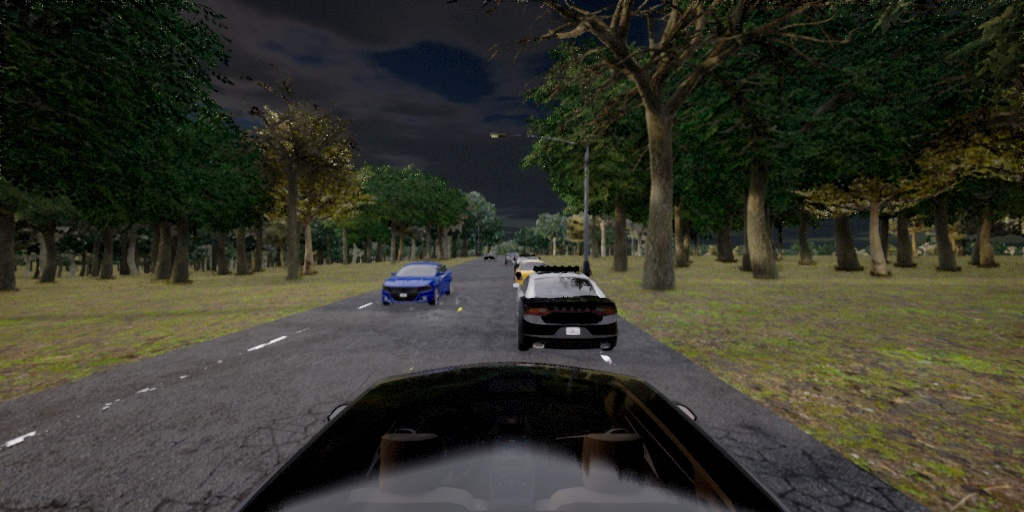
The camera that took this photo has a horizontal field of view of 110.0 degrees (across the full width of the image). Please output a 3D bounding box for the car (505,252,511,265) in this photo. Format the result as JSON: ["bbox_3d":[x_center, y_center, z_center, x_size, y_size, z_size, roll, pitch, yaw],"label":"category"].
[{"bbox_3d":[0.037,0.288,45.960,2.128,1.511,4.902,0,1,1],"label":"car"}]

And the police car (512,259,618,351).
[{"bbox_3d":[1.054,1.040,8.757,1.930,1.638,5.238,0,1,0],"label":"police car"}]

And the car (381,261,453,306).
[{"bbox_3d":[-3.593,0.980,14.355,1.882,1.535,5.008,0,1,0],"label":"car"}]

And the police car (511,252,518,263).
[{"bbox_3d":[1.060,0.710,24.757,1.930,1.638,5.238,0,1,0],"label":"police car"}]

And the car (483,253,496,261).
[{"bbox_3d":[-3.540,0.138,57.416,1.895,1.301,4.718,0,1,0],"label":"car"}]

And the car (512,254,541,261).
[{"bbox_3d":[1.057,0.866,18.839,1.801,1.575,5.366,0,1,0],"label":"car"}]
